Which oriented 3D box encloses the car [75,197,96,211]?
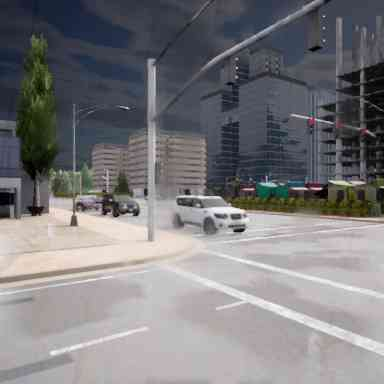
[{"bbox_3d":[-12.708,1.526,40.214,1.812,1.442,4.674,0,0,-32],"label":"car"}]

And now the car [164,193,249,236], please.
[{"bbox_3d":[0.810,1.220,19.127,2.150,2.045,5.566,0,0,-33],"label":"car"}]

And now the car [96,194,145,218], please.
[{"bbox_3d":[-6.738,1.224,30.894,2.150,2.045,5.566,0,0,-33],"label":"car"}]

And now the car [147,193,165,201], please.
[{"bbox_3d":[-7.805,1.156,78.660,3.866,1.878,1.905,0,0,-34],"label":"car"}]

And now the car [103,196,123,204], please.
[{"bbox_3d":[-15.330,1.547,64.133,2.033,1.411,5.357,0,0,-34],"label":"car"}]

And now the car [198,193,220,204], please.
[{"bbox_3d":[3.240,1.156,62.439,3.866,1.878,1.905,0,0,-34],"label":"car"}]

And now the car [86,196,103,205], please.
[{"bbox_3d":[-18.287,1.564,62.235,1.994,1.385,4.181,0,0,-33],"label":"car"}]

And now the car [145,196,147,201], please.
[{"bbox_3d":[-9.384,1.153,81.086,4.605,1.855,1.932,0,0,-34],"label":"car"}]
